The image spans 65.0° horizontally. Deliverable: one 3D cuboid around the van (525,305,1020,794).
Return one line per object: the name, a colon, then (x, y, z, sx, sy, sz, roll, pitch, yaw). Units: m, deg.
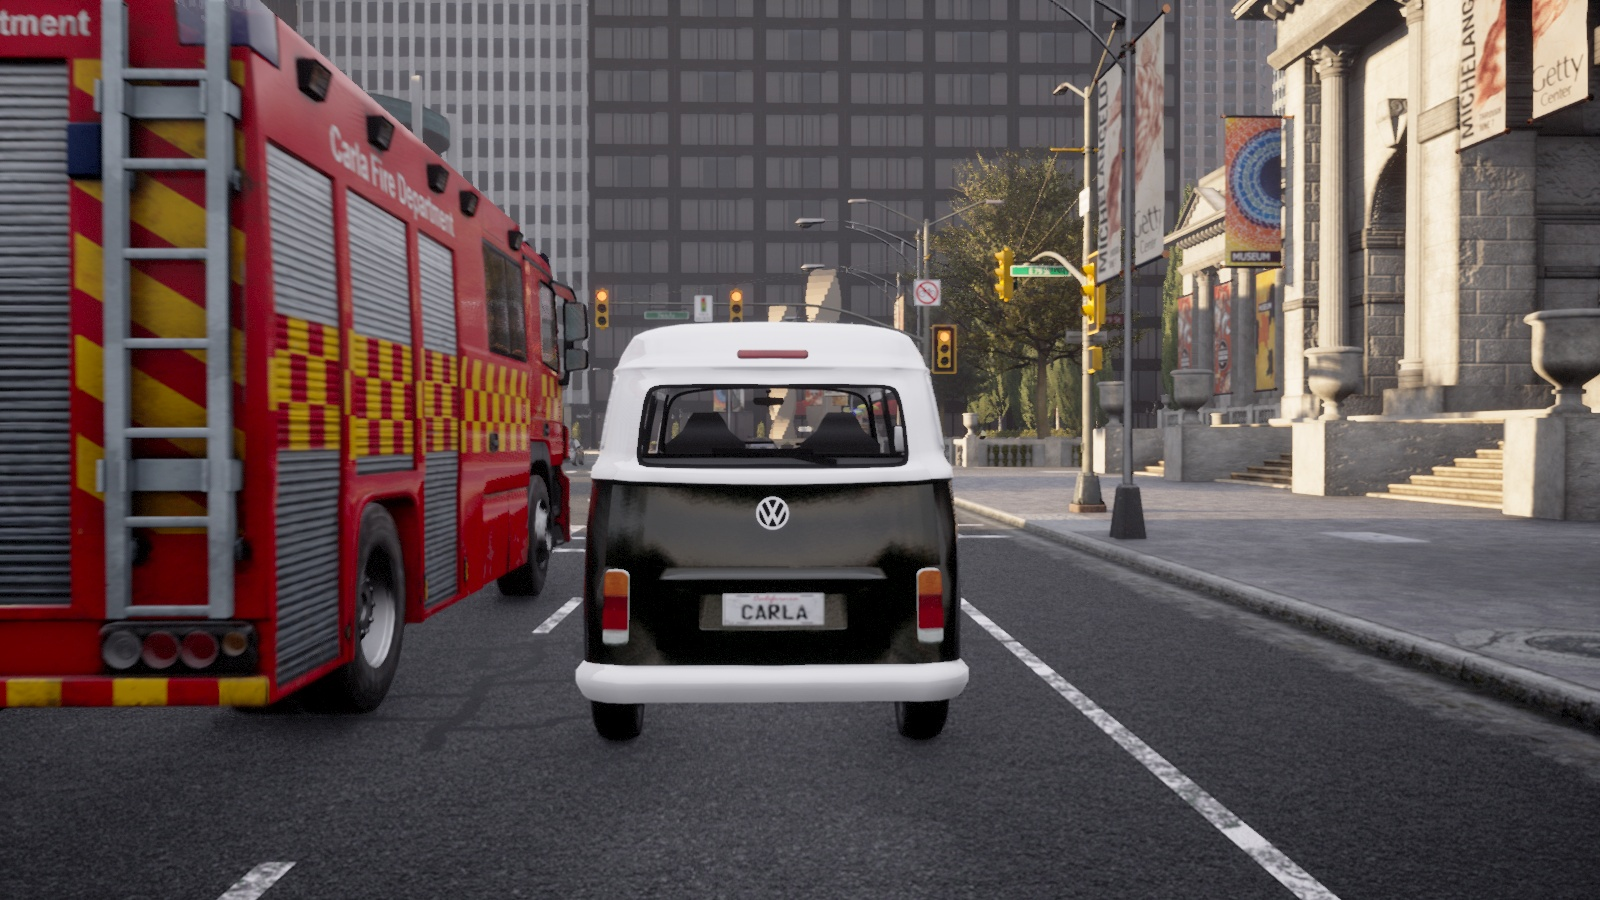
van: (-0.178, 0.394, 7.504, 2.069, 2.038, 4.480, 0, 1, -2)

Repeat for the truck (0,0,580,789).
truck: (-3.741, -0.518, 9.539, 2.891, 3.827, 8.468, 0, 1, -2)

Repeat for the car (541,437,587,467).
car: (-12.502, 0.074, 66.639, 1.845, 1.501, 3.633, 0, 1, -2)
